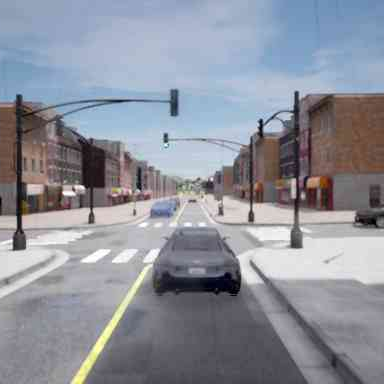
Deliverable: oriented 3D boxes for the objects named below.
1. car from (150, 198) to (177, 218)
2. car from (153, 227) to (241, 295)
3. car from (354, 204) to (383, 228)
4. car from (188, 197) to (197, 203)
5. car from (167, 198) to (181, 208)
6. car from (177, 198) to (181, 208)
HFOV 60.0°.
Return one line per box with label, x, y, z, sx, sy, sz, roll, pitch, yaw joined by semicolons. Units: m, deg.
car;-2.815;1.598;31.686;1.882;1.535;5.008;0;0;2
car;0.104;1.617;8.890;1.994;1.385;4.181;0;0;0
car;12.178;1.221;19.529;5.008;1.535;1.882;-2;0;0
car;0.078;1.740;71.798;1.895;1.301;4.718;0;0;0
car;-2.791;1.649;52.096;1.837;1.490;4.892;0;0;1
car;-2.811;1.627;41.735;2.128;1.511;4.902;0;0;0
